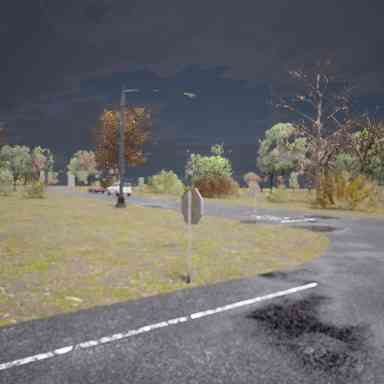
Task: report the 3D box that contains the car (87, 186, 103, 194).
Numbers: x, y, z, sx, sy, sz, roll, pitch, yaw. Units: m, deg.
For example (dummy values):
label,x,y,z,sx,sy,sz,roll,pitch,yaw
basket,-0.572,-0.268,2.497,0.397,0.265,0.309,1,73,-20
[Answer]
label,x,y,z,sx,sy,sz,roll,pitch,yaw
car,-17.368,-0.363,60.079,1.895,1.301,4.718,0,2,-36

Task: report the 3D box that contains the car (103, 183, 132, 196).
label,x,y,z,sx,sy,sz,roll,pitch,yaw
car,-11.291,-0.406,51.597,2.150,2.045,5.566,0,2,-36
